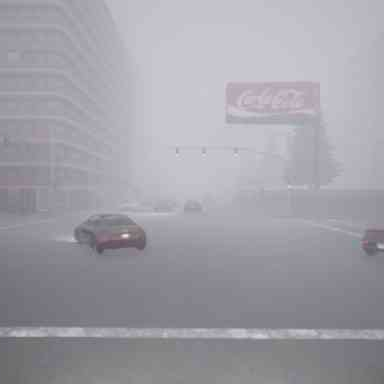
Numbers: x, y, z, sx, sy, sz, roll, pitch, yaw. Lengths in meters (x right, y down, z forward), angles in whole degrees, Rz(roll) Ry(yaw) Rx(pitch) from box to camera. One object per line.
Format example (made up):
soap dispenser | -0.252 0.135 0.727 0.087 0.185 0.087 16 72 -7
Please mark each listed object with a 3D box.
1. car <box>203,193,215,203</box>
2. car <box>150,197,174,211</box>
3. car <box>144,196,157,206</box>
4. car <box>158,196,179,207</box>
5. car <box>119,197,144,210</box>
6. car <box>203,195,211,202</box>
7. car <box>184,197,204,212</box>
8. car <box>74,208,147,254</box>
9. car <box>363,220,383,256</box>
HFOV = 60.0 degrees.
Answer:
car | 3.494 1.298 69.086 2.150 2.045 5.566 0 0 0
car | -3.586 1.646 40.894 1.895 1.301 4.718 0 0 0
car | -7.073 1.564 51.898 1.837 1.490 4.892 0 0 0
car | -3.573 1.412 51.098 2.097 1.767 4.553 0 0 0
car | -7.094 1.569 38.347 1.812 1.442 4.674 0 0 0
car | 3.493 1.558 78.718 1.812 1.442 4.674 0 0 0
car | 0.097 1.608 39.714 1.994 1.385 4.181 0 0 0
car | -3.501 1.580 13.897 1.994 1.385 4.181 0 0 -32
car | 7.901 1.539 11.834 4.674 1.442 1.812 0 -1 -35
